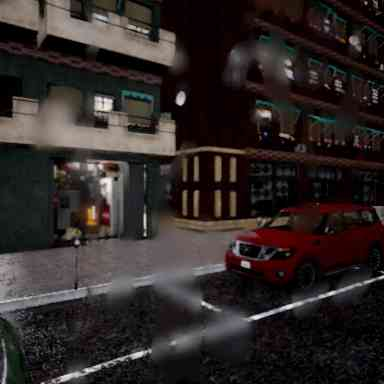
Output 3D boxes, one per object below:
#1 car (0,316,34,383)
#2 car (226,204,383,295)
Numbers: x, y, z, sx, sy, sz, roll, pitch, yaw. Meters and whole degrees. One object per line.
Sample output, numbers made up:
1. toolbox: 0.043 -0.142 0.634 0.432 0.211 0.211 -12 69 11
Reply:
1. car: -2.978 1.361 1.248 4.553 1.767 2.097 0 0 -34
2. car: 3.241 1.281 8.856 5.009 1.841 2.192 0 1 -35
